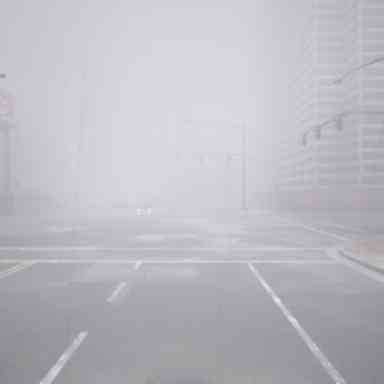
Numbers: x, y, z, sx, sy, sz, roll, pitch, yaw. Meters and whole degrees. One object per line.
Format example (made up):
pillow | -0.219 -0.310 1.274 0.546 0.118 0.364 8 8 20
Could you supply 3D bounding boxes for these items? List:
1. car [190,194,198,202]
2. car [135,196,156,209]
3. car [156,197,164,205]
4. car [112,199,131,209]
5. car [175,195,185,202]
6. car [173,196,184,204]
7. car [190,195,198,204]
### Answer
car | 0.511 1.443 82.373 2.097 1.767 4.553 0 0 0
car | -6.779 1.672 48.706 1.812 1.442 4.674 0 0 1
car | -6.611 1.698 64.637 1.837 1.490 4.892 0 0 1
car | -10.274 1.690 48.697 2.033 1.411 5.357 0 0 1
car | -2.989 1.610 82.424 2.128 1.511 4.902 0 0 0
car | -3.054 1.740 72.140 2.128 1.511 4.902 0 0 0
car | 0.446 1.758 72.118 2.033 1.411 5.357 0 0 0
